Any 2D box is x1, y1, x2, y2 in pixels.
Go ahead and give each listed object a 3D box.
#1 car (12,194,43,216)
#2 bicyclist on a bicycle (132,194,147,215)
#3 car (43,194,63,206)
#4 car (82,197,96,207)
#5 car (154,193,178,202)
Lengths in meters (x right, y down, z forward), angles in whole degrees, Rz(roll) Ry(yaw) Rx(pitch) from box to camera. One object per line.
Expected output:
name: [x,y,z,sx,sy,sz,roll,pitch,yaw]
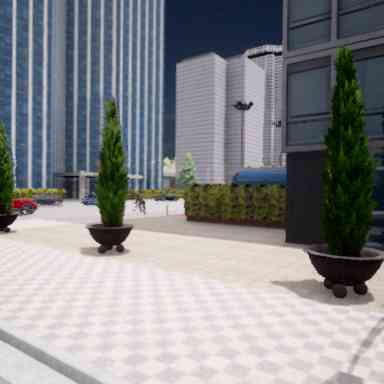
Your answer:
car: [-14.657,0.837,25.079,2.150,2.045,5.566,1,0,37]
bicyclist on a bicycle: [-4.224,1.028,26.760,1.656,1.620,0.582,1,0,35]
car: [-17.600,0.968,39.005,1.837,1.490,4.892,1,1,35]
car: [-11.404,0.993,41.740,1.882,1.535,5.008,1,1,35]
car: [-4.486,0.943,57.594,1.882,1.535,5.008,1,0,36]
